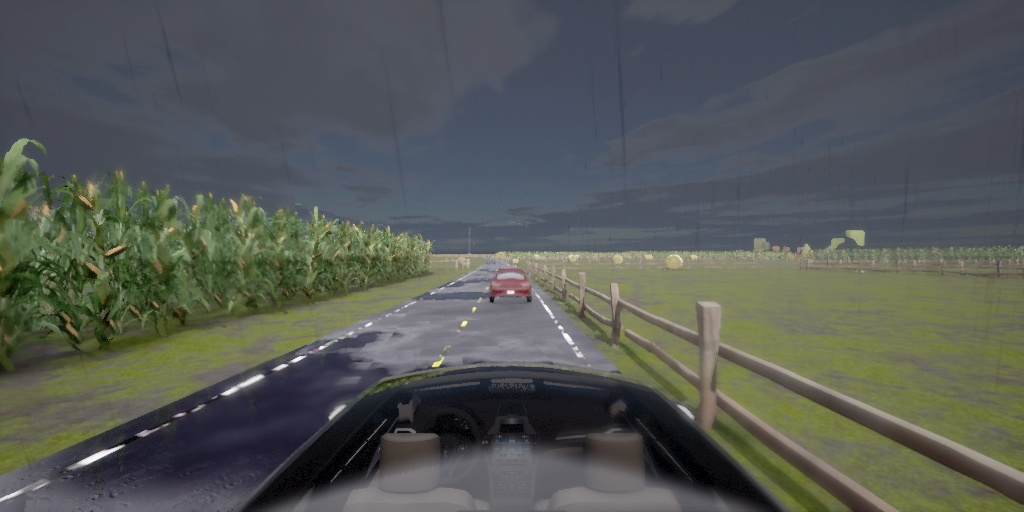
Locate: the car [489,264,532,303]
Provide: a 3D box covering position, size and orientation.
[{"bbox_3d":[-0.073,1.278,16.535,1.812,1.442,4.674,0,0,-1],"label":"car"}]
